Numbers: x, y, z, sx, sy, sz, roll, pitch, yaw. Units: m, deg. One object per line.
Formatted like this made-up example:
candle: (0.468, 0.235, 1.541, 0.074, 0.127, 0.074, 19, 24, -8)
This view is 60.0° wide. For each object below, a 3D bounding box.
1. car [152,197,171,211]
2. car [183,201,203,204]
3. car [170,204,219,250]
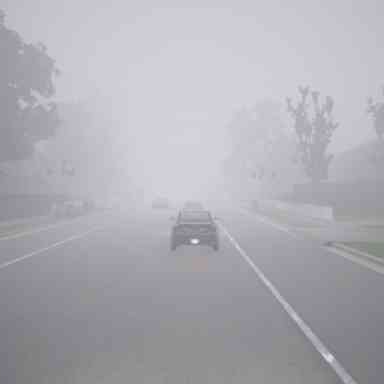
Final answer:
car: (-3.583, 1.334, 38.997, 1.882, 1.535, 5.008, 0, 0, 0)
car: (0.106, 1.473, 30.703, 1.994, 1.385, 4.181, 0, 0, 0)
car: (0.103, 1.488, 14.227, 1.837, 1.490, 4.892, 0, 0, 0)
